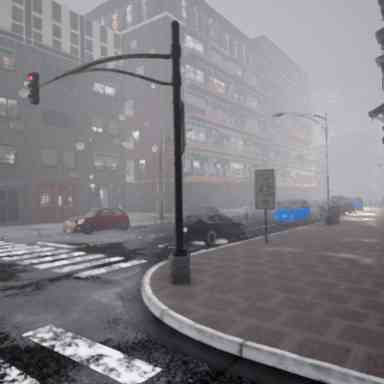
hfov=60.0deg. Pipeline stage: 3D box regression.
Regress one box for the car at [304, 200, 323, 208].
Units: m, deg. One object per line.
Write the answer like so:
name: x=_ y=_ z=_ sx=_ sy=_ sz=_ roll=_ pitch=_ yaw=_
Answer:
car: x=20.837 y=2.072 z=56.901 sx=1.947 sy=1.339 sz=4.313 roll=-2 pitch=-2 yaw=36

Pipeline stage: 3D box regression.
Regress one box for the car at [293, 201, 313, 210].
car: x=17.498 y=2.058 z=52.358 sx=1.802 sy=1.307 sz=4.206 roll=-2 pitch=-2 yaw=36

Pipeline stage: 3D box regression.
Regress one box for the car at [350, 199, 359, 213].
car: x=17.569 y=1.795 z=38.308 sx=1.802 sy=1.307 sz=4.206 roll=-2 pitch=-2 yaw=36

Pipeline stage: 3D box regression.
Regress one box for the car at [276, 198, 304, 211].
car: x=14.154 y=1.761 z=47.821 sx=2.192 sy=1.841 sz=5.009 roll=-2 pitch=-2 yaw=36

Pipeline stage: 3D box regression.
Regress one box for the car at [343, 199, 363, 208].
car: x=26.839 y=1.926 z=55.287 sx=2.033 sy=1.411 sz=5.357 roll=-2 pitch=-1 yaw=36

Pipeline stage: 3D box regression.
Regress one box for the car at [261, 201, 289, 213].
car: x=10.820 y=1.966 z=43.273 sx=2.008 sy=1.369 sz=4.403 roll=-2 pitch=-2 yaw=36

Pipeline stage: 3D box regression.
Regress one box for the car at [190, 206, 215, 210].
car: x=0.804 y=1.890 z=29.644 sx=1.947 sy=1.339 sz=4.313 roll=-2 pitch=-2 yaw=36

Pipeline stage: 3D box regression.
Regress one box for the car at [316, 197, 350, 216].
car: x=14.228 y=1.623 z=33.768 sx=1.967 sy=1.590 sz=4.097 roll=-2 pitch=-2 yaw=36

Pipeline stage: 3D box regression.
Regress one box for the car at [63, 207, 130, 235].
car: x=-5.876 y=1.703 z=20.560 sx=1.967 sy=1.590 sz=4.097 roll=-2 pitch=-2 yaw=36

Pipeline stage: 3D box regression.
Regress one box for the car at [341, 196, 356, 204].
car: x=37.525 y=1.973 z=79.621 sx=2.192 sy=1.841 sz=5.009 roll=-2 pitch=-2 yaw=36

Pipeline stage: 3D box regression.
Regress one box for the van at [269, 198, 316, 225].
van: x=7.548 y=1.463 z=24.684 sx=1.690 sy=1.788 sz=3.998 roll=-2 pitch=-2 yaw=36

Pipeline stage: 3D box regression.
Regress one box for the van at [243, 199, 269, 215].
van: x=7.477 y=1.726 z=38.735 sx=1.690 sy=1.788 sz=3.998 roll=-2 pitch=-2 yaw=36

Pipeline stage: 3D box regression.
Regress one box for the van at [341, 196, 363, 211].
van: x=20.903 y=1.585 z=42.855 sx=1.690 sy=1.788 sz=3.998 roll=-2 pitch=-2 yaw=36

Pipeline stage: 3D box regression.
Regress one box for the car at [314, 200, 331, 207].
car: x=24.176 y=2.103 z=61.444 sx=1.947 sy=1.339 sz=4.313 roll=-2 pitch=-2 yaw=36

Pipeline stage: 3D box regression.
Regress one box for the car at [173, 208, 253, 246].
car: x=0.876 y=1.627 z=15.593 sx=1.947 sy=1.339 sz=4.313 roll=-2 pitch=-2 yaw=36

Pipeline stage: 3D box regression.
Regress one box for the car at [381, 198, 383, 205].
car: x=40.939 y=1.971 z=70.109 sx=1.887 sy=1.381 sz=4.507 roll=-2 pitch=-2 yaw=36
